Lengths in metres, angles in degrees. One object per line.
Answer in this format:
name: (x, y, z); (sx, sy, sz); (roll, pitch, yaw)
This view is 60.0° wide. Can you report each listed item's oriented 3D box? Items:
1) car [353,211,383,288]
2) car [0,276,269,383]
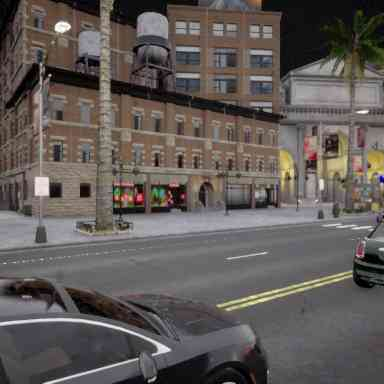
car: (5.916, 1.352, 7.994); (4.553, 1.767, 2.097); (0, 0, -35)
car: (-1.459, 1.505, 2.698); (4.892, 1.490, 1.837); (0, 0, -36)
